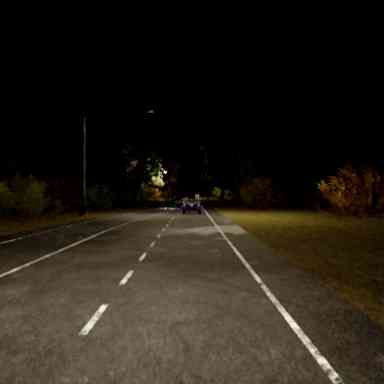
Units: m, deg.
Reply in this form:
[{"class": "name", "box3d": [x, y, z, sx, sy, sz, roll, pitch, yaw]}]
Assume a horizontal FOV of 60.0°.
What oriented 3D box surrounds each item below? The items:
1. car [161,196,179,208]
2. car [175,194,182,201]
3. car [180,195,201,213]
[{"class": "car", "box3d": [-3.680, 1.843, 53.237, 2.033, 1.411, 5.357, 0, 0, 3]}, {"class": "car", "box3d": [-3.590, 1.661, 88.344, 2.150, 2.045, 5.566, 0, 0, 0]}, {"class": "car", "box3d": [-0.040, 1.581, 39.792, 2.097, 1.767, 4.553, 0, 0, 0]}]
